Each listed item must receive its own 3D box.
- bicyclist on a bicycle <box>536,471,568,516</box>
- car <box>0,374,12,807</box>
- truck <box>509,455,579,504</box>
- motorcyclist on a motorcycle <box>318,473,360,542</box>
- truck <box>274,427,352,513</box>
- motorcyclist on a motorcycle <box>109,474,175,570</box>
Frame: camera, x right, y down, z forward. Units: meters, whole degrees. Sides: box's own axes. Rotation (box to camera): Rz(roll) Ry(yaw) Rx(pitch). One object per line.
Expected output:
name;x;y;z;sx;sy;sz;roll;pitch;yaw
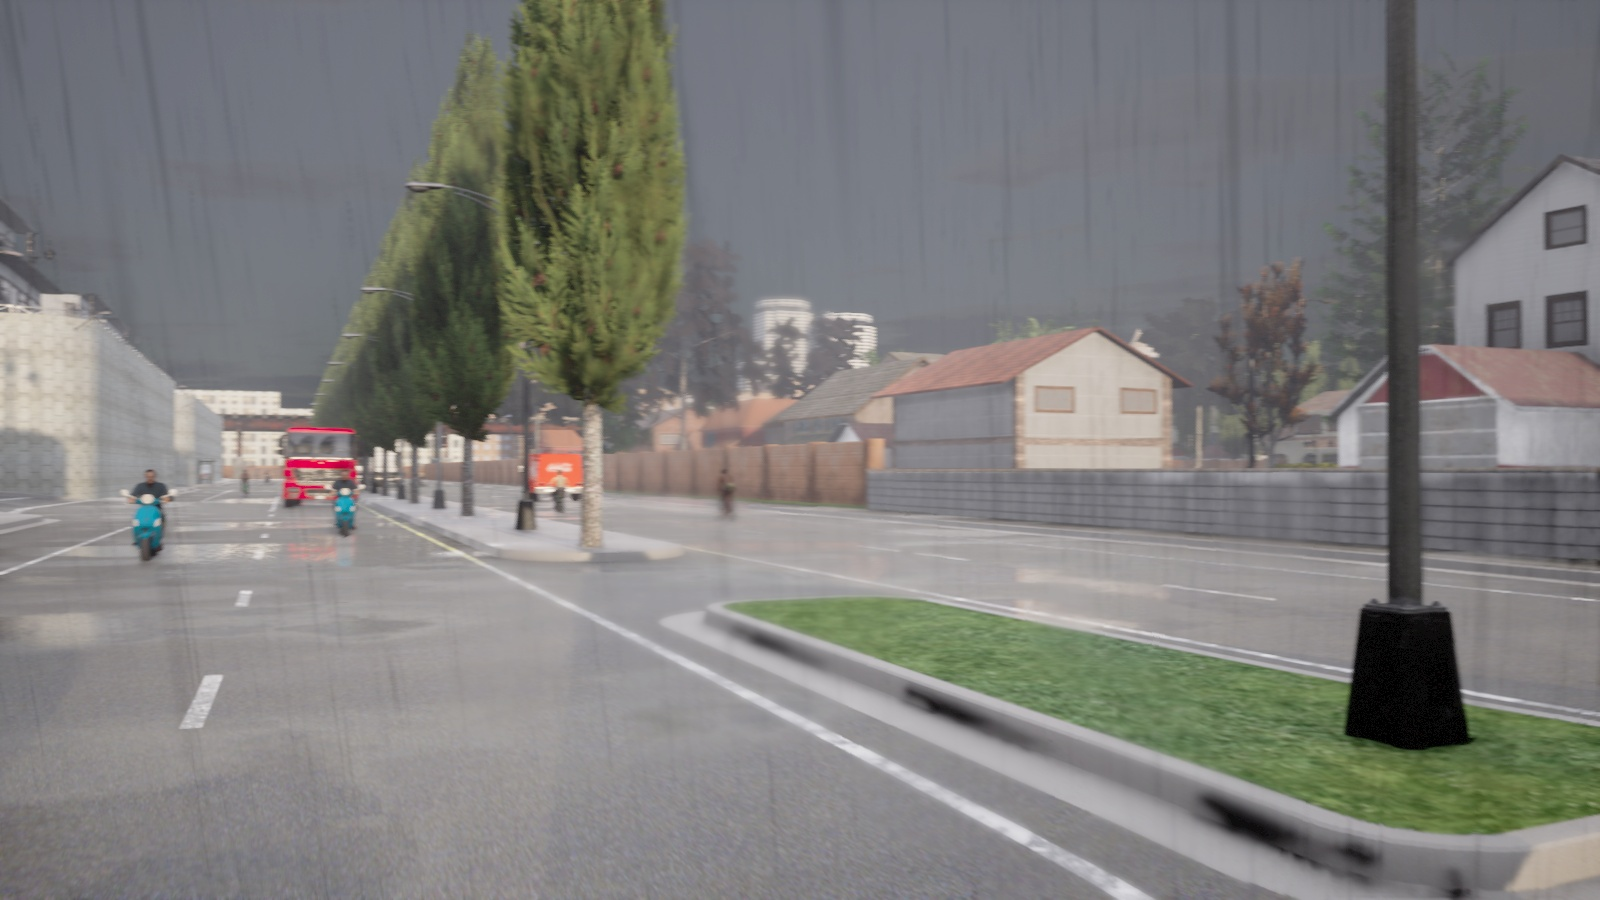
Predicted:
bicyclist on a bicycle;-9.144;1.596;46.295;0.866;1.612;1.509;0;-1;-22
car;-3.966;0.614;3.110;2.150;2.045;5.566;0;-1;-18
truck;-13.497;1.534;65.923;2.627;2.467;5.204;0;-1;-23
motorcyclist on a motorcycle;-11.006;1.350;29.927;0.866;1.590;1.817;0;-1;-23
truck;-21.327;0.878;54.808;2.891;3.462;7.936;1;-1;-22
motorcyclist on a motorcycle;-11.512;1.221;22.019;0.866;1.590;1.817;0;-1;-23
